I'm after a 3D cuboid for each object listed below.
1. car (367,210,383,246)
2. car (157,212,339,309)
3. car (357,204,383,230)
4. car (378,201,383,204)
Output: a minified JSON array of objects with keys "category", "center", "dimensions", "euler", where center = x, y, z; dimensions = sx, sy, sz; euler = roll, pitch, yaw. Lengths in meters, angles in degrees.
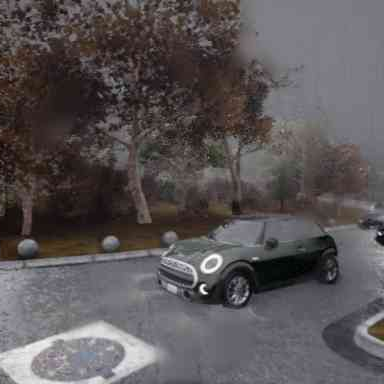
[{"category":"car","center":[9.928,1.617,14.672],"dimensions":[5.357,1.411,2.033],"euler":[1,0,-42]},{"category":"car","center":[1.432,1.335,7.913],"dimensions":[4.553,1.767,2.097],"euler":[0,0,-35]},{"category":"car","center":[12.321,1.688,21.095],"dimensions":[5.357,1.411,2.033],"euler":[1,-1,-44]},{"category":"car","center":[24.847,1.835,42.391],"dimensions":[1.994,1.385,4.181],"euler":[0,0,15]}]
